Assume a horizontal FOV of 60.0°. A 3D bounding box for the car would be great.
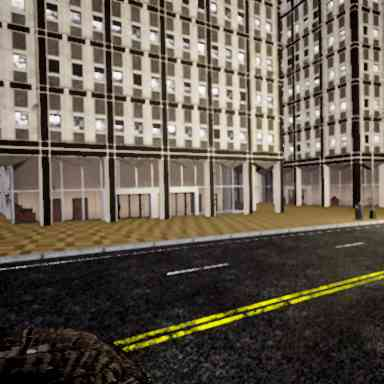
[{"bbox_3d":[-2.479,1.513,1.626,4.892,1.490,1.837,0,0,-35],"label":"car"}]
